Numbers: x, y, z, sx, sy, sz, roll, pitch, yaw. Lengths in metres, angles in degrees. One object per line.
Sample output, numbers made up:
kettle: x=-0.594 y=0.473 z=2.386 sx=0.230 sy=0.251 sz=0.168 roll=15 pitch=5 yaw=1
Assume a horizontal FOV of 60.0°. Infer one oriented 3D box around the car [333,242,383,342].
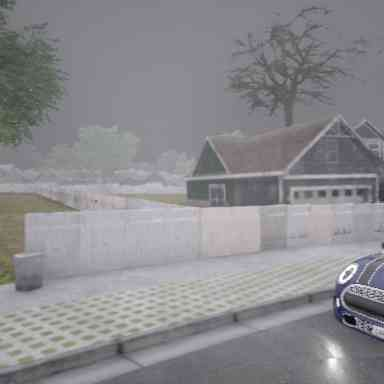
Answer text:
car: x=4.542 y=1.325 z=5.622 sx=4.553 sy=1.767 sz=2.097 roll=0 pitch=1 yaw=-30
